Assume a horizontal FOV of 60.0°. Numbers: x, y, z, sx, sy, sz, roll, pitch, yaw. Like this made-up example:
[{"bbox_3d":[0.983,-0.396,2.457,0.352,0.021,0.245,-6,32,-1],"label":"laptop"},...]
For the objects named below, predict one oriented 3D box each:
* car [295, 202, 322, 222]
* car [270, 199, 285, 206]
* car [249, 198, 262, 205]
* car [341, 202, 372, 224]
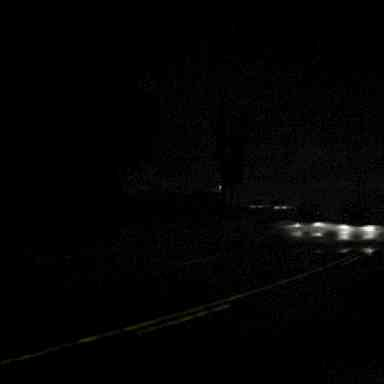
[{"bbox_3d":[9.859,1.596,27.935,1.882,1.535,5.008,-1,-1,23],"label":"car"},{"bbox_3d":[16.805,2.022,65.468,1.895,1.301,4.718,-1,-1,-3],"label":"car"},{"bbox_3d":[13.120,1.927,69.011,1.882,1.535,5.008,-1,-1,-3],"label":"car"},{"bbox_3d":[12.502,1.544,25.357,1.882,1.535,5.008,-1,0,24],"label":"car"}]
